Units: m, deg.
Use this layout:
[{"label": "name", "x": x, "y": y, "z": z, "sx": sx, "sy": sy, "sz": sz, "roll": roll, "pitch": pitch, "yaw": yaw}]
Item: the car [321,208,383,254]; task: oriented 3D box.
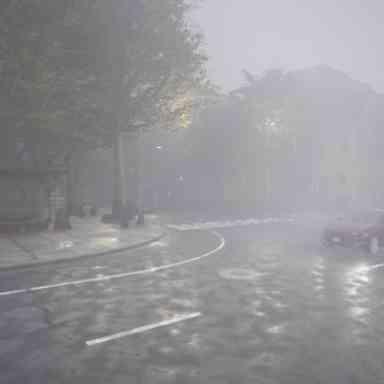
[{"label": "car", "x": 7.253, "y": 1.444, "z": 13.477, "sx": 5.008, "sy": 1.535, "sz": 1.882, "roll": 0, "pitch": 0, "yaw": -35}]

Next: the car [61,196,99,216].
[{"label": "car", "x": -12.614, "y": 1.454, "z": 37.300, "sx": 2.231, "sy": 1.521, "sz": 4.892, "roll": 0, "pitch": 0, "yaw": -35}]

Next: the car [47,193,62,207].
[{"label": "car", "x": -20.439, "y": 1.200, "z": 49.362, "sx": 2.435, "sy": 2.045, "sz": 5.566, "roll": 0, "pitch": 0, "yaw": -35}]

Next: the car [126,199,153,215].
[{"label": "car", "x": -5.697, "y": 1.468, "z": 33.648, "sx": 1.837, "sy": 1.490, "sz": 4.892, "roll": 0, "pitch": 0, "yaw": -35}]

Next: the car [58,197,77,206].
[{"label": "car", "x": -20.574, "y": 1.489, "z": 54.759, "sx": 1.812, "sy": 1.442, "sz": 4.674, "roll": 0, "pitch": 0, "yaw": -35}]
